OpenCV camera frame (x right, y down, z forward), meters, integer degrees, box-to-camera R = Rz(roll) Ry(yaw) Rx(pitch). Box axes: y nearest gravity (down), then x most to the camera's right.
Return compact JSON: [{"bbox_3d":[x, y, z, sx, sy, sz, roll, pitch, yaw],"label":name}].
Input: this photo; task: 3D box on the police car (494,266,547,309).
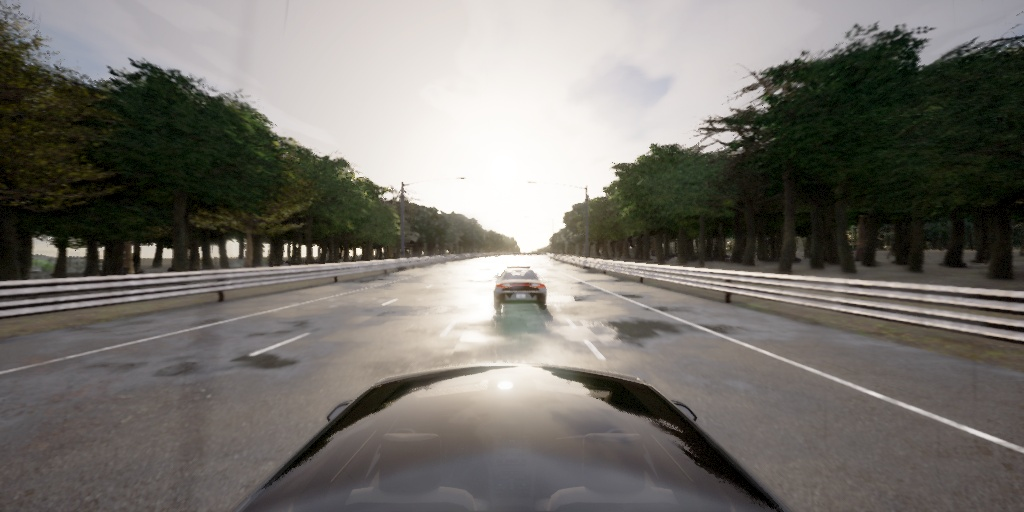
[{"bbox_3d":[0.262,1.207,15.054,2.038,1.542,4.974,0,1,-1],"label":"police car"}]
